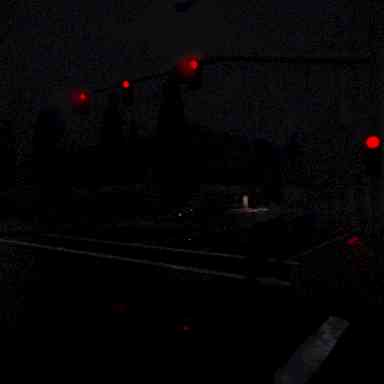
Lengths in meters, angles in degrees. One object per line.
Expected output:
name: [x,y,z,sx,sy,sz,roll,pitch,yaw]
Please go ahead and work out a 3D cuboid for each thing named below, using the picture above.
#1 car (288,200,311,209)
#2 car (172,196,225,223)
car: [15.458,1.740,47.860,1.895,1.301,4.718,-1,0,37]
car: [0.718,1.416,28.255,2.150,2.045,5.566,-1,0,37]
